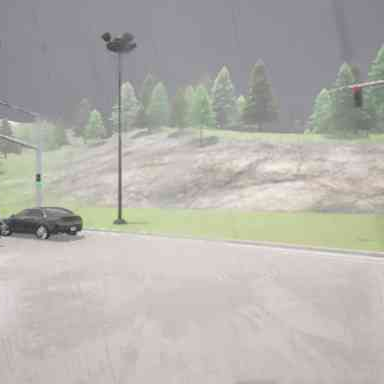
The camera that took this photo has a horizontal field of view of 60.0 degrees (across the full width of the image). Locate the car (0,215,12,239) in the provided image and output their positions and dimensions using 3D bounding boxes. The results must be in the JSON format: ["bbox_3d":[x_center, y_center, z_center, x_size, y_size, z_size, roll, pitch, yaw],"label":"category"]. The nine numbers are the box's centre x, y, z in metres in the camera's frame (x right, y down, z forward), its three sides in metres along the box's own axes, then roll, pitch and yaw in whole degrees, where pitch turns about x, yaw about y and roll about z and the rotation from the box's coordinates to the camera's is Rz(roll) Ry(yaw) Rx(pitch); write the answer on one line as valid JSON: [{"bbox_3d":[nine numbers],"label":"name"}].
[{"bbox_3d":[-10.127,1.486,14.149,4.892,1.490,1.837,0,0,29],"label":"car"}]

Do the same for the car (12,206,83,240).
[{"bbox_3d":[-7.668,1.480,16.778,4.892,1.490,1.837,0,0,29],"label":"car"}]
